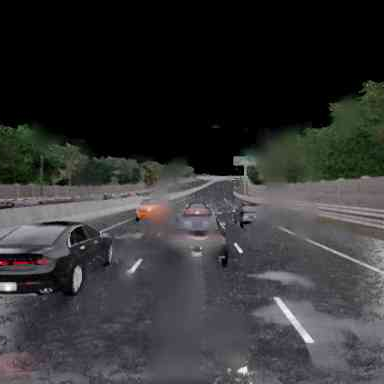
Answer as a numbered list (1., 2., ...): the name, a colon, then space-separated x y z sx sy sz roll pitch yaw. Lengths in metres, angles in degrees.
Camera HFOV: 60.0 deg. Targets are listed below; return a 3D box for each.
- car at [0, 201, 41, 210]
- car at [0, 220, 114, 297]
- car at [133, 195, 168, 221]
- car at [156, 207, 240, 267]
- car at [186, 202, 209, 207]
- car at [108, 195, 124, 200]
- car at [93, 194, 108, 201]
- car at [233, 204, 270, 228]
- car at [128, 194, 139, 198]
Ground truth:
1. car: -13.743 1.555 27.404 1.895 1.301 4.718 0 0 1
2. car: -3.353 1.491 8.531 1.837 1.490 4.892 0 0 0
3. car: -3.063 1.315 26.487 2.097 1.767 4.553 0 0 1
4. car: 0.177 1.476 11.371 2.128 1.511 4.902 0 0 1
5. car: 0.456 1.528 27.215 1.994 1.385 4.181 0 0 1
6. car: -15.413 1.338 69.269 1.837 1.490 4.892 0 0 3
7. car: -18.928 1.191 69.104 2.097 1.767 4.553 0 0 3
8. car: 3.834 1.520 22.050 2.033 1.411 5.357 0 0 1
9. car: -11.943 1.201 68.660 2.097 1.767 4.553 0 0 3
